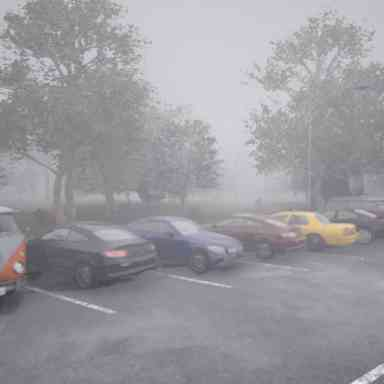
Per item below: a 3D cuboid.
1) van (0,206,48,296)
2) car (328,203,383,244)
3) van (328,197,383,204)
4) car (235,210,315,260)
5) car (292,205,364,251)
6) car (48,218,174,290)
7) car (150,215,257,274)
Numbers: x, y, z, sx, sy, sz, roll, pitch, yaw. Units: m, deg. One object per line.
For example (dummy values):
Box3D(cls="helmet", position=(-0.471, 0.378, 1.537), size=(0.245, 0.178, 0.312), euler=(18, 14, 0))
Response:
Box3D(cls="van", position=(-5.343, 1.257, 7.255), size=(4.442, 1.987, 1.878), euler=(-1, -1, 34))
Box3D(cls="car", position=(6.719, 1.496, 15.776), size=(5.008, 1.535, 2.097), euler=(-1, -1, 36))
Box3D(cls="van", position=(9.076, 1.270, 17.517), size=(4.442, 1.987, 1.878), euler=(-1, -1, 36))
Box3D(cls="car", position=(1.826, 1.534, 12.408), size=(4.674, 1.452, 2.002), euler=(-1, -1, 35))
Box3D(cls="car", position=(4.113, 1.495, 14.213), size=(5.366, 1.575, 1.946), euler=(-1, -1, 35))
Box3D(cls="car", position=(-3.014, 1.528, 9.030), size=(4.674, 1.452, 2.002), euler=(-1, -1, 35))
Box3D(cls="car", position=(-0.585, 1.531, 10.712), size=(4.674, 1.452, 2.002), euler=(0, -1, 35))
